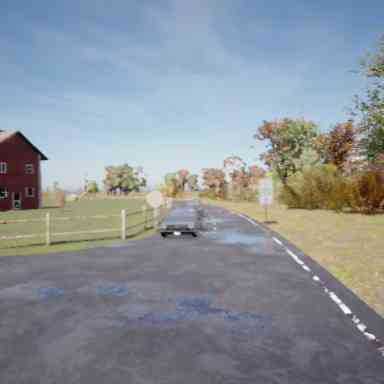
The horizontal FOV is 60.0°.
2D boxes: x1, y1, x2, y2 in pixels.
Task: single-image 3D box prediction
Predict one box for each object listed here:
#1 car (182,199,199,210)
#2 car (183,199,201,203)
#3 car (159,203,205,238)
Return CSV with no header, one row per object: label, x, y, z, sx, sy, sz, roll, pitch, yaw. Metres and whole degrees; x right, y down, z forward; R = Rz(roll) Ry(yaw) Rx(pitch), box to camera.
car,-0.229,1.583,43.995,1.895,1.301,4.718,-1,0,-4
car,0.146,1.476,31.521,2.128,1.511,4.902,-1,0,0
car,-0.407,1.547,18.175,2.033,1.411,5.357,-1,0,6
